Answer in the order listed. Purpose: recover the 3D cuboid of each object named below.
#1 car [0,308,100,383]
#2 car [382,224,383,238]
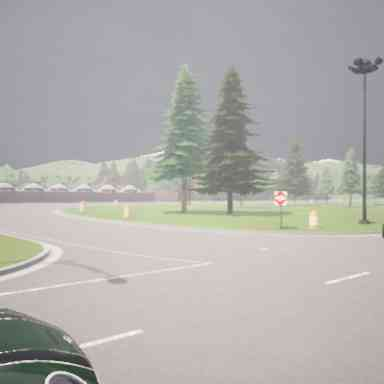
[{"bbox_3d":[-2.770,1.338,1.770,4.553,1.767,2.097,1,0,-36],"label":"car"},{"bbox_3d":[10.910,1.683,15.833,4.892,1.490,1.837,1,0,-36],"label":"car"}]
